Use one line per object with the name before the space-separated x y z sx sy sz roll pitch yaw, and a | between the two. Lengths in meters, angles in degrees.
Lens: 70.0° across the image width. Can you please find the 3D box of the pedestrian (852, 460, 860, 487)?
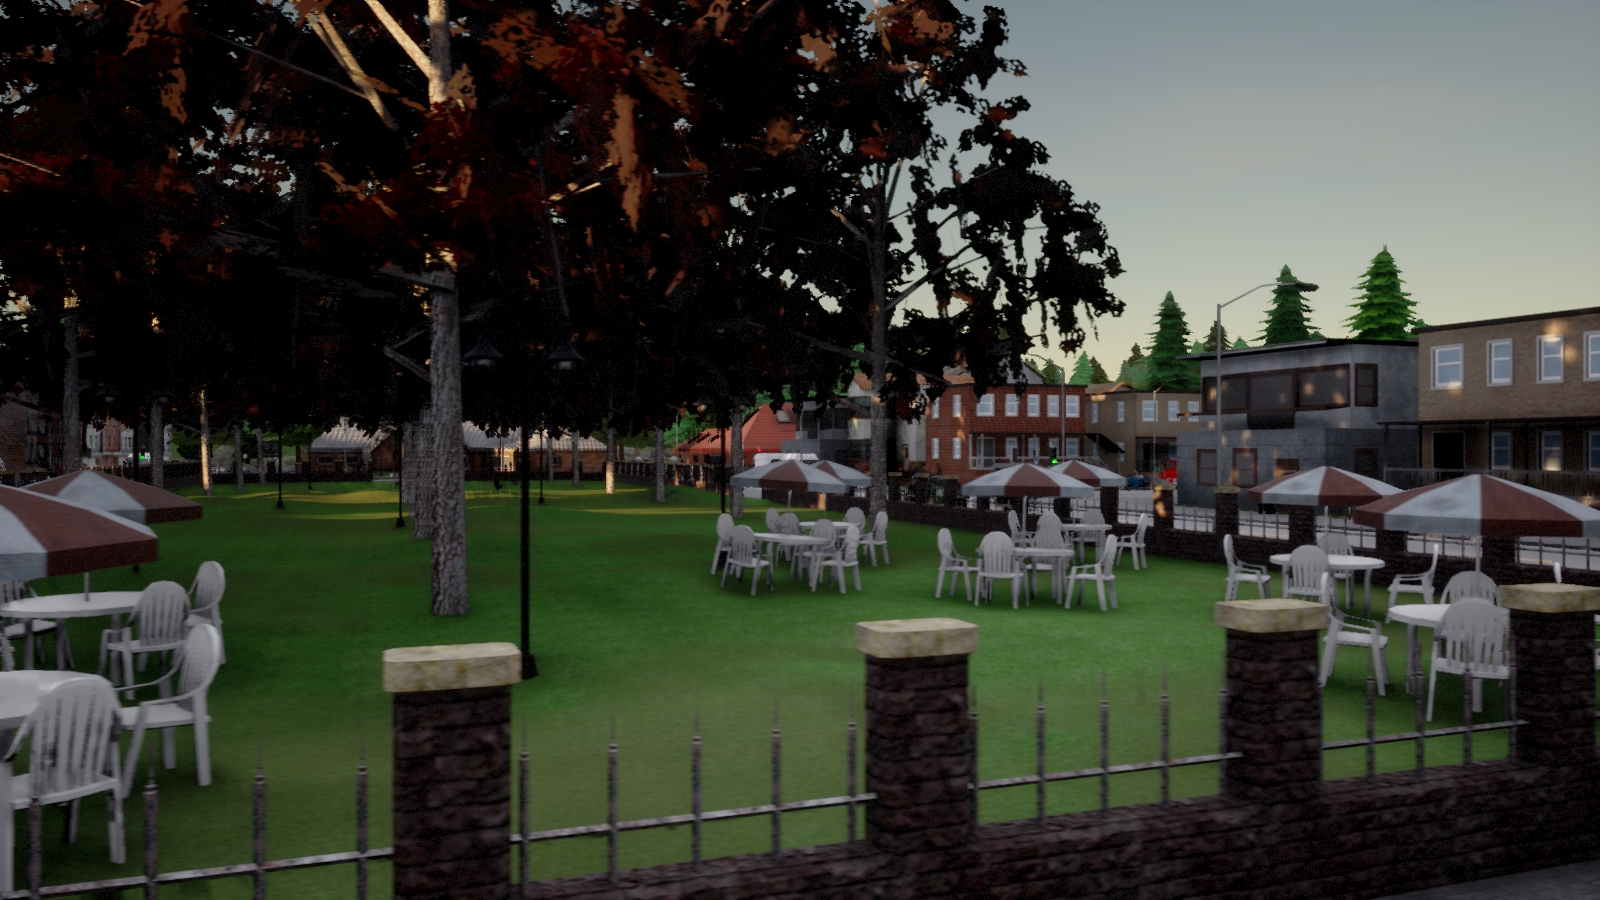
pedestrian | 3.853 1.629 79.020 0.375 1.860 0.375 0 0 44

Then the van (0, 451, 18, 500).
van | -42.773 1.315 59.507 1.988 2.561 5.915 0 0 -20

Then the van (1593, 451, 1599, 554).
van | 21.834 1.315 26.202 1.988 2.561 5.915 0 0 -20

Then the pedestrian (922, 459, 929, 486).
pedestrian | 8.456 1.518 77.159 0.375 1.860 0.375 0 0 -14

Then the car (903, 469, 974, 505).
car | 6.733 1.780 55.931 1.851 1.617 3.988 0 0 -20
